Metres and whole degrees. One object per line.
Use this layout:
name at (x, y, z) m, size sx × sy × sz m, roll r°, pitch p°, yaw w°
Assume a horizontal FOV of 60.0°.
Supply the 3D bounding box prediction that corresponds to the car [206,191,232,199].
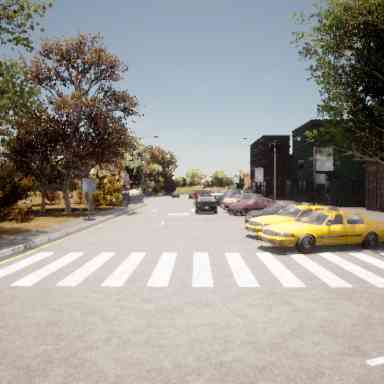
car at (5.656, 0.697, 69.862) m, size 5.008 × 1.535 × 2.097 m, roll 1°, pitch 0°, yaw -20°

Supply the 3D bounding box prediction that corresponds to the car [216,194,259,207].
car at (5.450, 1.055, 39.834) m, size 4.674 × 1.452 × 2.002 m, roll 1°, pitch 0°, yaw -20°

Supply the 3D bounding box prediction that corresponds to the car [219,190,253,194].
car at (5.446, 0.963, 33.835) m, size 4.553 × 1.767 × 2.185 m, roll 1°, pitch 1°, yaw -20°

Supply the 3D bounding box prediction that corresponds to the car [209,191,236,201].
car at (5.576, 0.658, 60.841) m, size 4.553 × 1.767 × 2.185 m, roll 1°, pitch 0°, yaw -20°

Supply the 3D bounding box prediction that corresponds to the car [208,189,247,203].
car at (5.520, 0.626, 51.825) m, size 5.566 × 2.045 × 2.435 m, roll 1°, pitch 1°, yaw -20°

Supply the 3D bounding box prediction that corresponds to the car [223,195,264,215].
car at (5.380, 1.205, 27.826) m, size 4.674 × 1.452 × 2.002 m, roll 0°, pitch 1°, yaw -20°

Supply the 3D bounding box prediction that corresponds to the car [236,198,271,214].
car at (5.347, 1.285, 18.826) m, size 4.892 × 1.521 × 2.231 m, roll 1°, pitch 1°, yaw -20°

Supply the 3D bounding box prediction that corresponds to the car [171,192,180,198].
car at (-3.735, 0.660, 75.877) m, size 2.033 × 1.411 × 5.357 m, roll 0°, pitch 1°, yaw 0°

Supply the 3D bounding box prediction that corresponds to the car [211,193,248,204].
car at (5.491, 0.940, 48.827) m, size 4.792 × 1.488 × 2.163 m, roll 1°, pitch 1°, yaw -20°

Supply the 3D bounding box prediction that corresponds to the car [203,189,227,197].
car at (5.746, 0.303, 84.895) m, size 5.566 × 2.045 × 2.435 m, roll 1°, pitch 0°, yaw -20°

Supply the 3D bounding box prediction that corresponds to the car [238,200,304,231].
car at (5.156, 1.320, 15.762) m, size 5.366 × 1.575 × 1.946 m, roll 0°, pitch 1°, yaw -20°

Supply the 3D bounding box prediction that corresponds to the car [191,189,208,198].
car at (1.347, 0.651, 46.589) m, size 2.150 × 2.045 × 5.566 m, roll 0°, pitch 1°, yaw 0°

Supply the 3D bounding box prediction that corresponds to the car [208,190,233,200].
car at (5.680, 0.600, 66.857) m, size 4.553 × 1.767 × 2.185 m, roll 1°, pitch 1°, yaw -20°

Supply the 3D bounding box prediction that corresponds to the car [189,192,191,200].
car at (0.275, 0.740, 66.630) m, size 2.128 × 1.511 × 4.902 m, roll 0°, pitch 1°, yaw 0°

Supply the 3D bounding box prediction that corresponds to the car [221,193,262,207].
car at (5.367, 1.155, 30.817) m, size 4.792 × 1.488 × 2.163 m, roll 1°, pitch 1°, yaw -20°

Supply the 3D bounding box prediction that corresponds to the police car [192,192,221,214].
police car at (1.248, 1.068, 30.672) m, size 1.930 × 1.638 × 5.238 m, roll 0°, pitch 1°, yaw 0°

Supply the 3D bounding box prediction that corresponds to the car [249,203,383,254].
car at (5.150, 1.359, 12.761) m, size 5.366 × 1.575 × 1.946 m, roll 1°, pitch 1°, yaw -20°

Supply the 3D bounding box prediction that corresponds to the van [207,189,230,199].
van at (5.791, 0.444, 72.904) m, size 4.442 × 1.987 × 1.878 m, roll 1°, pitch 0°, yaw -20°

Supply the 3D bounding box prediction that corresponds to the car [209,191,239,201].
car at (5.555, 0.689, 57.840) m, size 4.553 × 1.767 × 2.185 m, roll 1°, pitch 0°, yaw -20°

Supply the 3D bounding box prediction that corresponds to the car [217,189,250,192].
car at (5.466, 0.926, 36.836) m, size 4.553 × 1.767 × 2.185 m, roll 1°, pitch 1°, yaw -20°

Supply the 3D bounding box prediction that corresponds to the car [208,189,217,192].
car at (5.465, 0.728, 42.809) m, size 5.566 × 2.045 × 2.435 m, roll 1°, pitch 1°, yaw -20°
